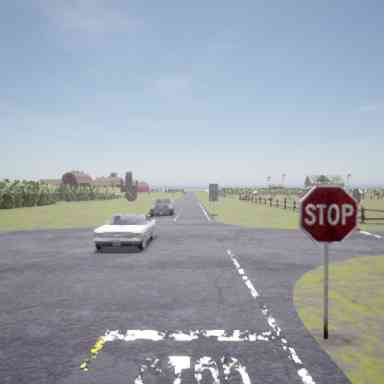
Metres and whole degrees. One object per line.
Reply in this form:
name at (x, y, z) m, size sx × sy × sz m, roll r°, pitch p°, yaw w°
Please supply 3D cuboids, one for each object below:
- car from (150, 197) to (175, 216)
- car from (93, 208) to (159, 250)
car at (-2.718, 1.321, 31.636) m, size 2.097 × 1.767 × 4.553 m, roll 0°, pitch 0°, yaw 0°
car at (-2.736, 1.595, 14.322) m, size 1.895 × 1.301 × 4.718 m, roll 0°, pitch 0°, yaw 0°
